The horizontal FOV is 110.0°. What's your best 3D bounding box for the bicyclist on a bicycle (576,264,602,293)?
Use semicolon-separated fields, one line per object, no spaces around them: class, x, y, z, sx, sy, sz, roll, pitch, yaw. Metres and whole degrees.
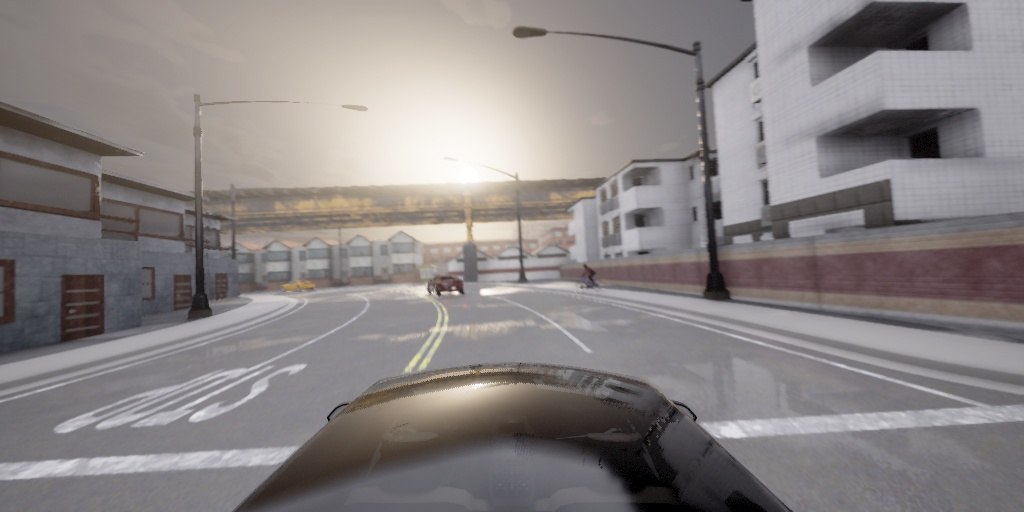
bicyclist on a bicycle;4.322;1.243;20.239;1.656;1.620;0.582;-5;-1;-16

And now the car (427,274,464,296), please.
car;-4.735;1.994;25.374;1.812;1.442;4.674;-2;-2;-24

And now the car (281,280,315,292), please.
car;-28.888;4.009;48.268;5.008;1.535;1.882;-5;-3;23
